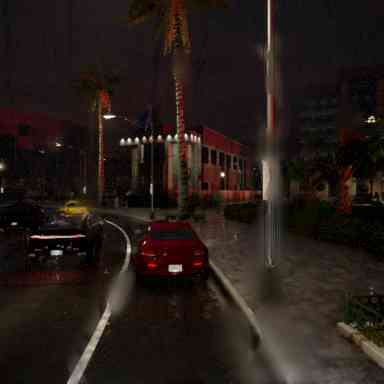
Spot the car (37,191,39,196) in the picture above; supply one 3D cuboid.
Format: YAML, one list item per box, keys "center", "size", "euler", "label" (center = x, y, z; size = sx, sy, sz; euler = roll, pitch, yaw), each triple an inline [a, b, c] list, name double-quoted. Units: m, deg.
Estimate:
- center: [-33.931, 1.226, 68.961]
  size: [4.553, 1.767, 2.185]
  euler: [0, 0, 24]
  label: "car"

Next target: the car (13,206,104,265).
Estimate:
- center: [-4.268, 1.490, 11.806]
  size: [2.128, 1.511, 4.902]
  euler: [0, 0, -10]
  label: "car"

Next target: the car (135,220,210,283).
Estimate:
- center: [-0.665, 1.525, 9.662]
  size: [1.812, 1.442, 4.674]
  euler: [0, 0, -7]
  label: "car"

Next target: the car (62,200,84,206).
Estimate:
- center: [-9.979, 1.449, 27.720]
  size: [1.801, 1.575, 5.366]
  euler: [0, 0, -29]
  label: "car"

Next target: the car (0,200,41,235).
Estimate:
- center: [-9.735, 1.470, 19.150]
  size: [1.882, 1.535, 5.008]
  euler: [0, 0, -18]
  label: "car"

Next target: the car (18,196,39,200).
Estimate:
- center: [-20.366, 1.531, 40.416]
  size: [5.357, 1.411, 2.033]
  euler: [0, 0, 40]
  label: "car"

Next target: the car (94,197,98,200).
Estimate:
- center: [-26.644, 1.554, 85.529]
  size: [4.718, 1.301, 1.895]
  euler: [0, 0, 24]
  label: "car"
